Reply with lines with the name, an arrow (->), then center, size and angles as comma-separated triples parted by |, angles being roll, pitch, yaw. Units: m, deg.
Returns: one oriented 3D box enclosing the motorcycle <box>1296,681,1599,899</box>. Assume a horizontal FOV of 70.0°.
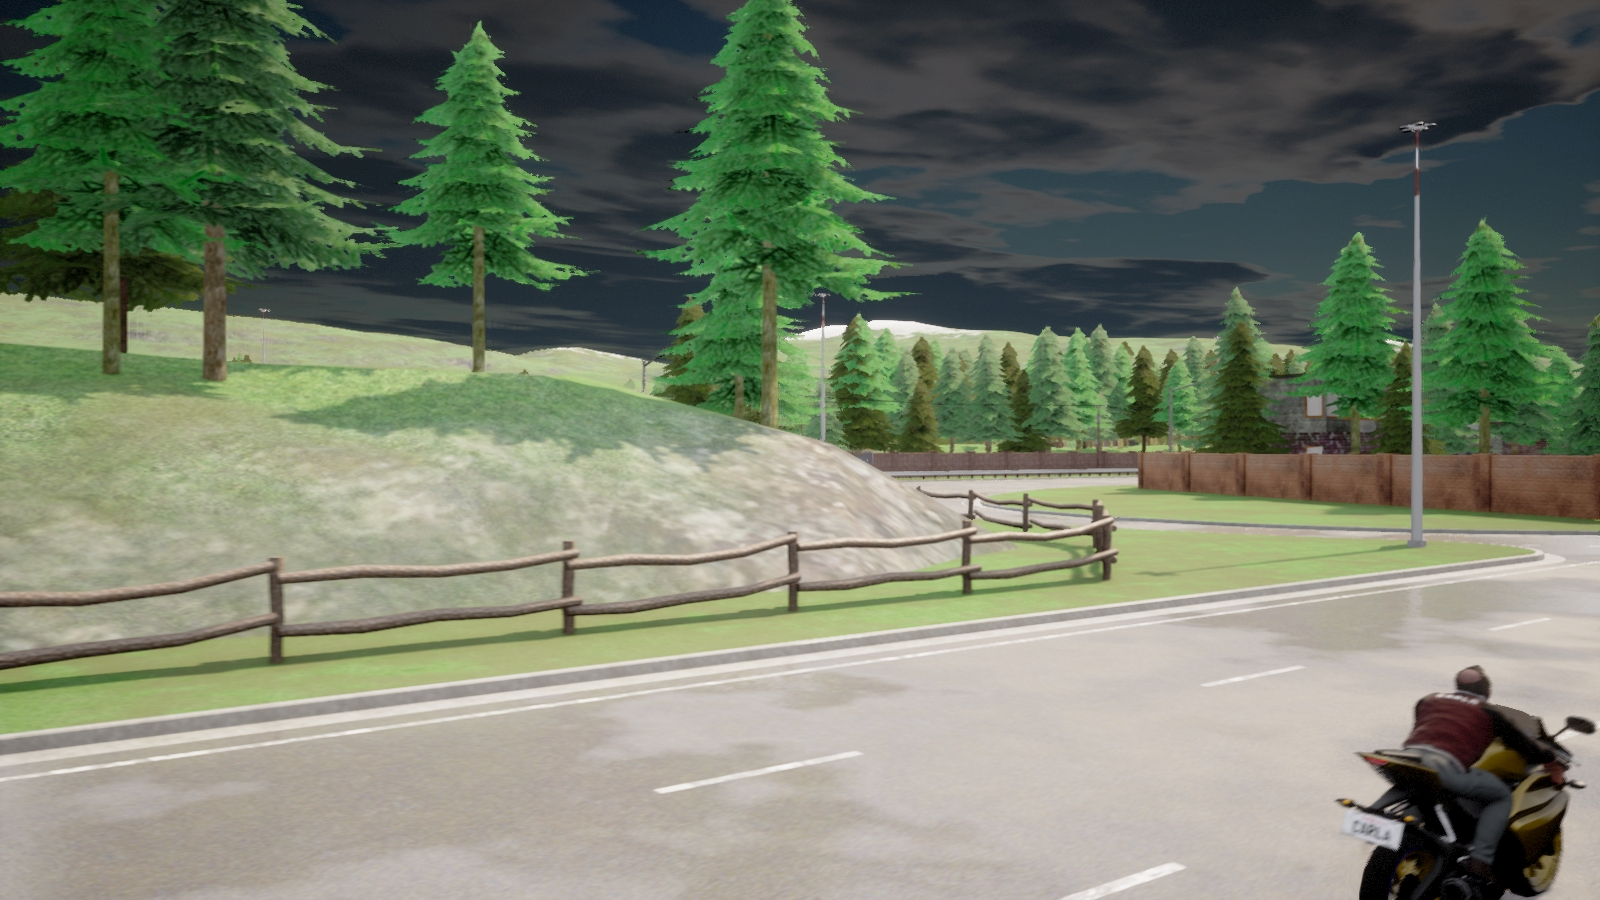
motorcycle -> 4.002, 2.205, 6.826 | 2.209, 1.251, 0.867 | 0, 0, -34
